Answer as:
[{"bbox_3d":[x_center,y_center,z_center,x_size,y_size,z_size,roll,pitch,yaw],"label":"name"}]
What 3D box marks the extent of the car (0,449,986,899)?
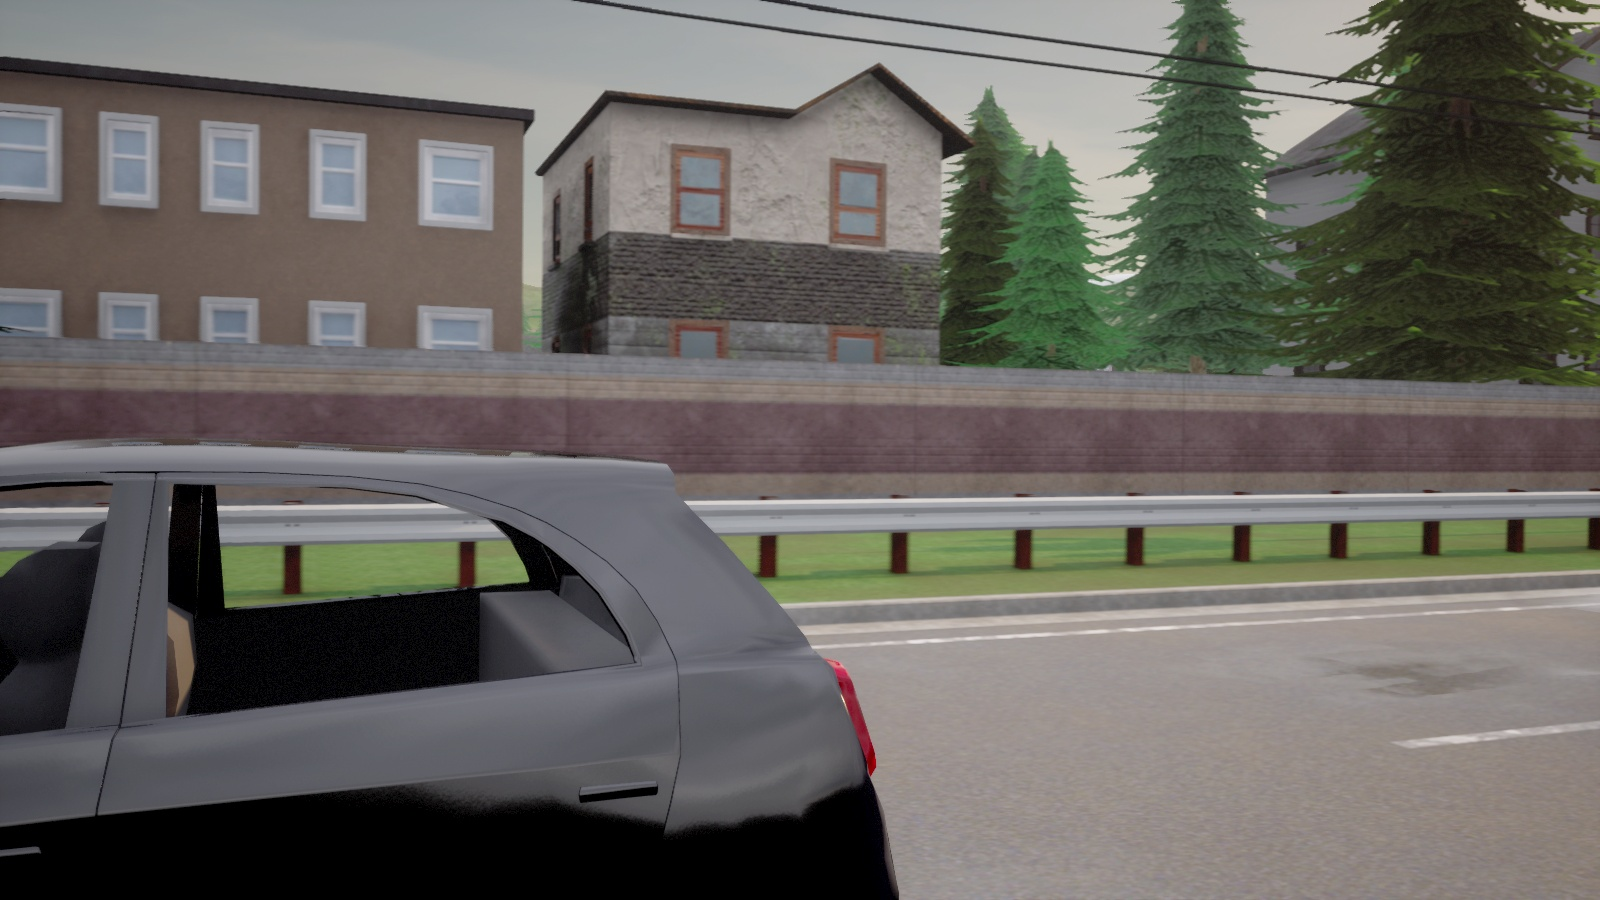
[{"bbox_3d":[-1.672,0.788,2.604,3.633,1.501,1.845,-1,1,-21],"label":"car"}]
